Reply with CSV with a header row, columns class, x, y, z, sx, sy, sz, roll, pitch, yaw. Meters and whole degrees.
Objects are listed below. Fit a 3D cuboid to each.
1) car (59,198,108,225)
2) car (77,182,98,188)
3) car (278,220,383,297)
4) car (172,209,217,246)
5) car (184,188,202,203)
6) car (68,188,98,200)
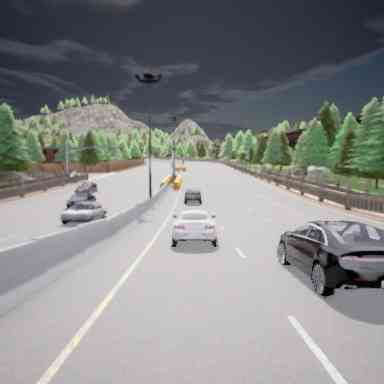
class,x,y,z,sx,sy,sz,roll,pitch,yaw
car,-7.093,1.358,22.176,1.895,1.301,4.718,0,2,0
car,-14.061,-0.587,44.538,2.128,1.511,4.902,0,7,0
car,3.602,1.462,8.500,2.128,1.511,4.902,0,0,0
car,0.103,1.464,14.898,1.812,1.442,4.674,0,1,0
car,0.107,0.266,36.786,2.128,1.511,4.902,0,5,0
car,-10.581,0.745,32.094,1.994,1.385,4.181,0,4,0
